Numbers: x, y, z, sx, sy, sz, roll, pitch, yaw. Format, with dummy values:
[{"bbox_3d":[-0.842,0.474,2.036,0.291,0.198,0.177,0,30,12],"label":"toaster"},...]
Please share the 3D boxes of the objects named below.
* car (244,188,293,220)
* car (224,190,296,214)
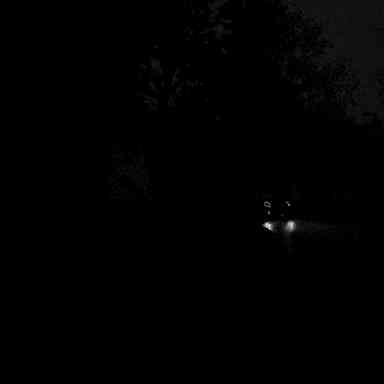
[{"bbox_3d":[3.843,0.584,20.184,2.097,1.767,4.553,0,3,-31],"label":"car"},{"bbox_3d":[4.920,0.643,24.843,2.033,1.411,5.357,1,2,-34],"label":"car"}]
